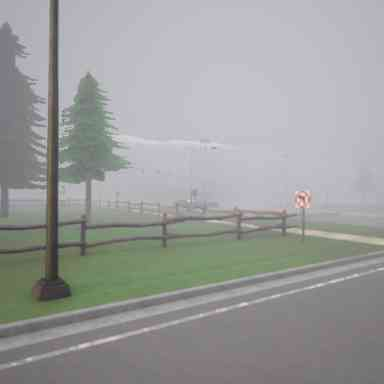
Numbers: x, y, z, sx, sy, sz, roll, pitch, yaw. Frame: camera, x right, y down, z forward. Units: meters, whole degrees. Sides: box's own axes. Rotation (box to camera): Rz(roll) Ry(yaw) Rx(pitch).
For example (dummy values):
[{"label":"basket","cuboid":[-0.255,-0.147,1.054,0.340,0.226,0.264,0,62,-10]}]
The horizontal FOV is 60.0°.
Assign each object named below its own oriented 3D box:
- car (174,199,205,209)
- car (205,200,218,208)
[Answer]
[{"label":"car","cuboid":[-0.817,1.814,51.673,2.033,1.411,5.357,1,0,-35]},{"label":"car","cuboid":[2.114,1.900,53.586,1.895,1.301,4.718,1,0,-35]}]
